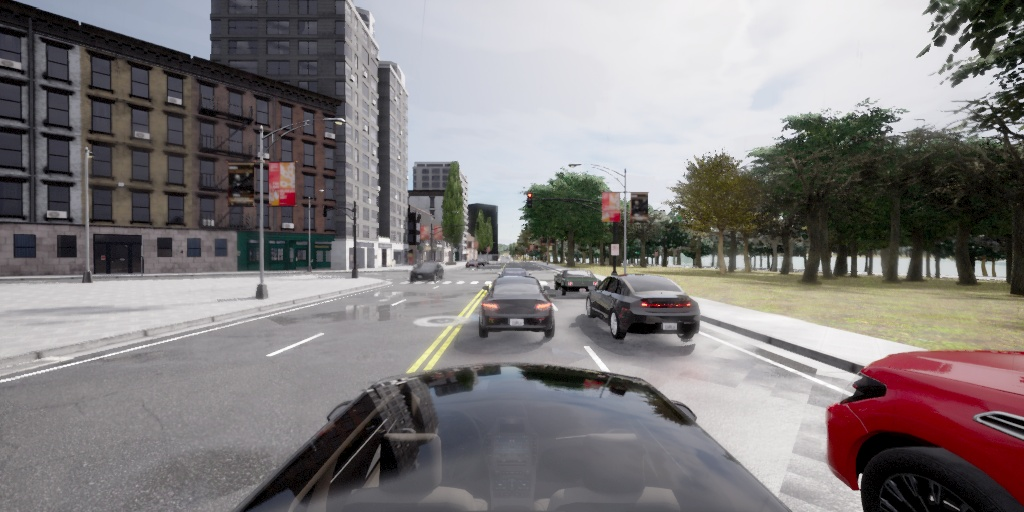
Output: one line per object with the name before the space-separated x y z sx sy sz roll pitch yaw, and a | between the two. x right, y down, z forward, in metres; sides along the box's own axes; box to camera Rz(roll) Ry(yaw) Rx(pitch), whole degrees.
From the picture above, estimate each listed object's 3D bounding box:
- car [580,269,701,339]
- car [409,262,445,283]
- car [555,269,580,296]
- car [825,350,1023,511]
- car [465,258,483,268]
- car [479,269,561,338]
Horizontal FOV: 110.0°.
car | 3.367 1.253 10.052 1.837 1.490 4.892 0 0 0
car | -6.535 1.219 28.010 1.882 1.535 5.008 0 0 0
car | 3.389 1.347 19.365 1.895 1.301 4.718 0 0 0
car | 3.347 0.972 0.189 2.150 2.045 5.566 0 0 0
car | -6.457 1.297 59.163 1.994 1.385 4.181 0 0 0
car | 0.121 1.274 10.091 1.812 1.442 4.674 0 0 0
